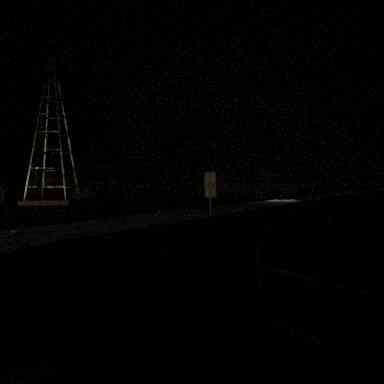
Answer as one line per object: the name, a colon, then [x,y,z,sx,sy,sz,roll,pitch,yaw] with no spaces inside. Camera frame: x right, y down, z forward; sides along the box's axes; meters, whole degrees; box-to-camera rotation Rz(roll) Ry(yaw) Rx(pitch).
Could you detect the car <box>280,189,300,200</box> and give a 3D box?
car: [14.625,0.318,49.485,1.837,1.490,4.892,-1,1,35]
